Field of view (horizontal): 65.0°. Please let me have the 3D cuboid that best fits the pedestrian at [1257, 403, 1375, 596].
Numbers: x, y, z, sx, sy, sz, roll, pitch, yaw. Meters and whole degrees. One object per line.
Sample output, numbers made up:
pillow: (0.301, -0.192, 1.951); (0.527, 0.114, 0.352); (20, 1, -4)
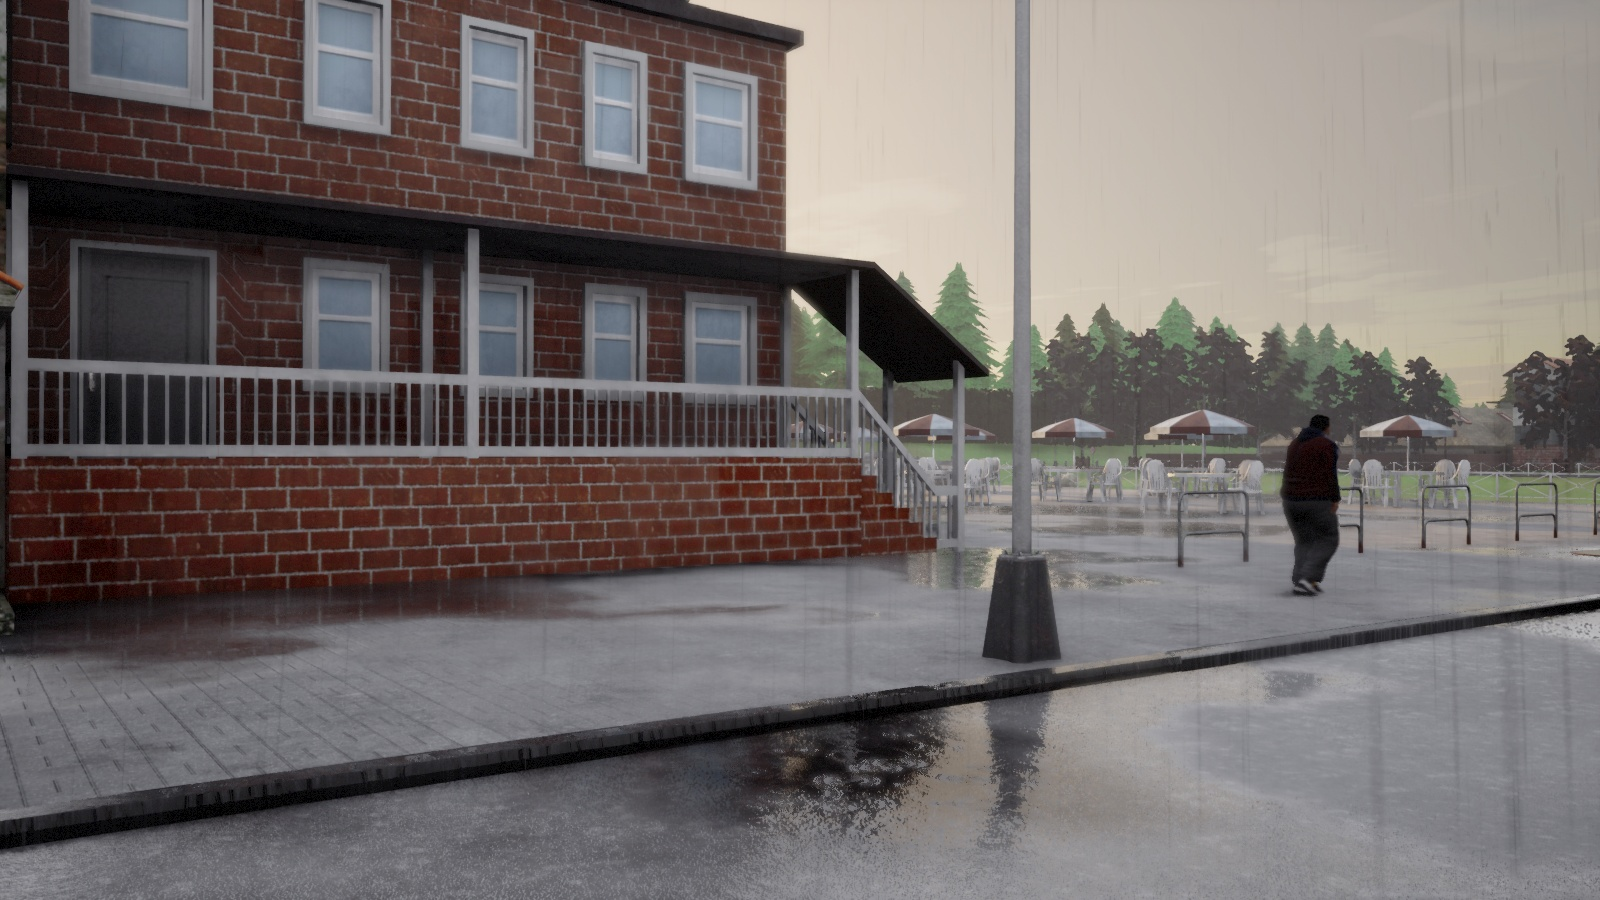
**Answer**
pedestrian: (5.115, 0.474, 12.465); (0.899, 1.844, 0.634); (0, 0, -24)
